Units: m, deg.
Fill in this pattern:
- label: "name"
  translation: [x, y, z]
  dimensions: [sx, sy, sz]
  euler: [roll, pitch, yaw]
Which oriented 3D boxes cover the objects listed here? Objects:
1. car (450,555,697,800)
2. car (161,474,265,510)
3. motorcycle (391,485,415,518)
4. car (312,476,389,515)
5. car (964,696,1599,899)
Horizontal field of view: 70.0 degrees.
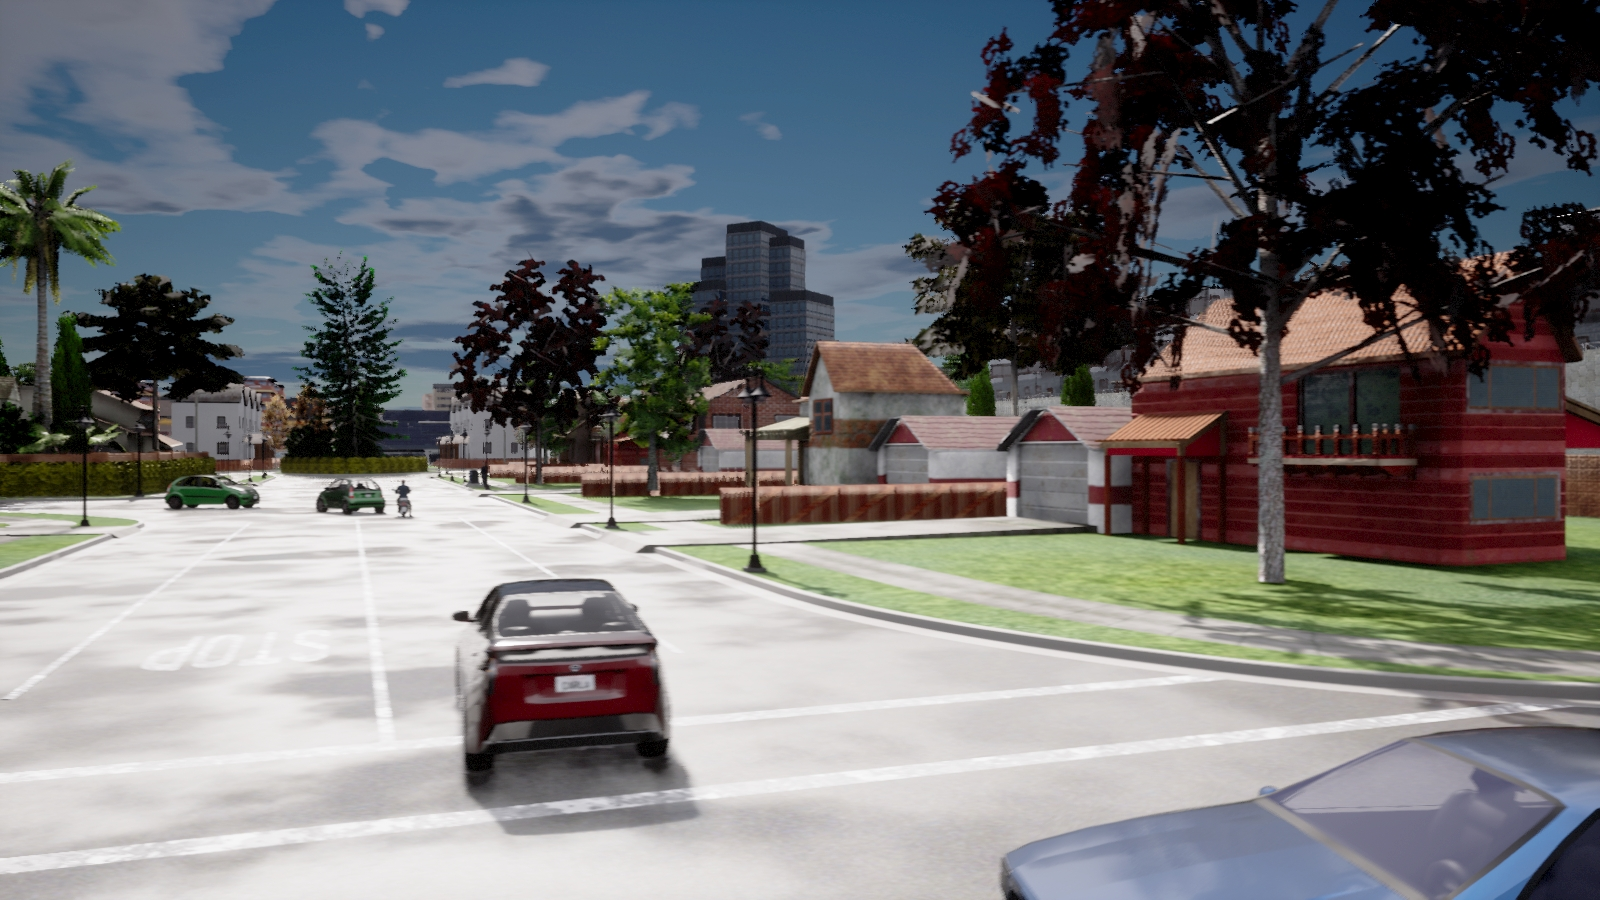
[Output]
- label: "car"
  translation: [-2.495, 2.048, 11.604]
  dimensions: [2.007, 1.525, 4.514]
  euler: [0, 0, -17]
- label: "car"
  translation: [-27.989, 1.992, 54.549]
  dimensions: [3.988, 1.617, 1.851]
  euler: [0, 0, 0]
- label: "motorcycle"
  translation: [-16.811, 2.168, 48.387]
  dimensions: [0.856, 1.341, 1.805]
  euler: [0, 0, -22]
- label: "car"
  translation: [-20.439, 2.045, 51.879]
  dimensions: [1.851, 1.617, 3.988]
  euler: [0, 0, -45]
- label: "car"
  translation: [3.639, 2.093, 5.358]
  dimensions: [5.357, 1.411, 2.033]
  euler: [0, 0, -5]
